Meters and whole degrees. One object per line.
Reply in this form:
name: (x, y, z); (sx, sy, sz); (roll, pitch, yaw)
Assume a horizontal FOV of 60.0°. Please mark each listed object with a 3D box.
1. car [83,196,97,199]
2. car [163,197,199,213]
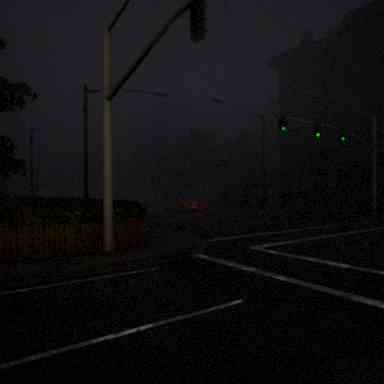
car: (-14.654, 1.357, 47.915); (2.128, 1.511, 4.902); (-1, 0, -34)
car: (-1.264, 1.306, 34.720); (1.882, 1.535, 5.008); (-1, 0, -35)
